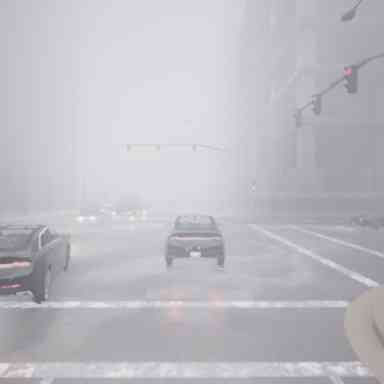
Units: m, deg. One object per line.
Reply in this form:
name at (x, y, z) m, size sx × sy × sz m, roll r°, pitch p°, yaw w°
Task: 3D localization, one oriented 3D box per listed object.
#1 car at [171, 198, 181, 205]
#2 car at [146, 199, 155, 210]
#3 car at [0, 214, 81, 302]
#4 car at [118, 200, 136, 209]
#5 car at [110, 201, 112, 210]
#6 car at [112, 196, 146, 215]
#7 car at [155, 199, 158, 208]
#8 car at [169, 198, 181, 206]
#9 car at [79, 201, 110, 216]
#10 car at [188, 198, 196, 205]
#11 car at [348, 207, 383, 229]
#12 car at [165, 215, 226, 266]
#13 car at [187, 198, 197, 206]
car at (-3.503, 2.096, 74.161) m, size 2.033 × 1.411 × 5.357 m, roll 0°, pitch 0°, yaw 0°
car at (-7.076, 1.865, 48.338) m, size 2.128 × 1.511 × 4.902 m, roll 0°, pitch 0°, yaw 0°
car at (-4.197, 1.535, 8.143) m, size 2.128 × 1.511 × 4.902 m, roll 0°, pitch 0°, yaw -12°
car at (-10.533, 2.020, 54.279) m, size 1.895 × 1.301 × 4.718 m, roll 0°, pitch 0°, yaw 1°
car at (-10.587, 1.869, 44.424) m, size 1.812 × 1.442 × 4.674 m, roll 0°, pitch 0°, yaw 0°
car at (-7.088, 1.516, 38.127) m, size 2.150 × 2.045 × 5.566 m, roll 0°, pitch 0°, yaw 1°
car at (-7.003, 2.002, 58.903) m, size 2.033 × 1.411 × 5.357 m, roll 0°, pitch 0°, yaw 0°
car at (-3.503, 2.003, 64.459) m, size 1.837 × 1.490 × 4.892 m, roll 0°, pitch 0°, yaw 0°
car at (-10.598, 1.841, 35.780) m, size 1.994 × 1.385 × 4.181 m, roll 0°, pitch 0°, yaw 0°
car at (-0.003, 2.034, 74.162) m, size 1.882 × 1.535 × 5.008 m, roll 0°, pitch 0°, yaw 0°
car at (13.213, 1.661, 21.771) m, size 5.357 × 1.411 × 2.033 m, roll 0°, pitch 0°, yaw 0°
car at (0.097, 1.552, 11.762) m, size 2.128 × 1.511 × 4.902 m, roll 0°, pitch 0°, yaw 0°
car at (-0.003, 2.104, 65.116) m, size 1.895 × 1.301 × 4.718 m, roll 0°, pitch 0°, yaw 0°
